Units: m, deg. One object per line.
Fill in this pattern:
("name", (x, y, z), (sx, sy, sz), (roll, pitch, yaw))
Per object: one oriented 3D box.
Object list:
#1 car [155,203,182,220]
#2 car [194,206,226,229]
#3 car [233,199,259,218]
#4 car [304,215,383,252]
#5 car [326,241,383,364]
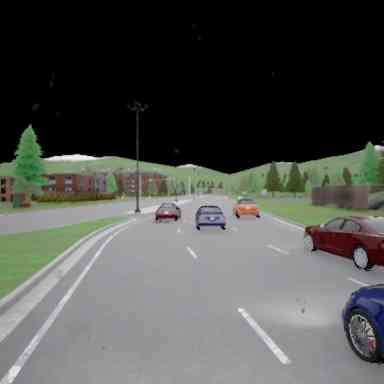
("car", (-2.006, 1.687, 29.336), (1.994, 1.385, 4.181), (0, 0, 3))
("car", (1.183, 1.636, 22.085), (2.033, 1.411, 5.357), (0, 0, 0))
("car", (5.120, 1.475, 31.795), (2.097, 1.767, 4.553), (0, 0, 3))
("car", (5.623, 1.516, 11.232), (1.882, 1.535, 5.008), (0, 0, -8))
("car", (3.369, 1.534, 3.043), (1.812, 1.442, 4.674), (0, 0, -8))
